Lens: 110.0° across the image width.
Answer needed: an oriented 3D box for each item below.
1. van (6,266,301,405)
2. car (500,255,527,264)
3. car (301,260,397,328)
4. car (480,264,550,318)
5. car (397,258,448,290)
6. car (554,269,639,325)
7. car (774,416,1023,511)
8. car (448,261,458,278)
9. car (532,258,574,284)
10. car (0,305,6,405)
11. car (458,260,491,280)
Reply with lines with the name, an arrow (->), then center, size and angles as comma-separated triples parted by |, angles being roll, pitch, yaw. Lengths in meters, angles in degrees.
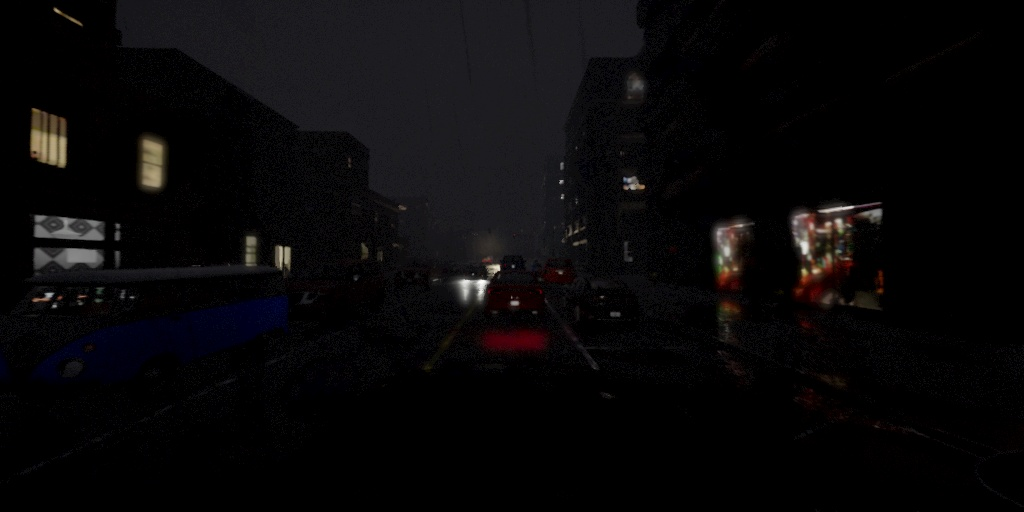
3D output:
van -> -5.691, 1.084, 6.139 | 1.690, 1.789, 3.998 | 0, 0, 0
car -> 0.095, 0.925, 31.462 | 2.150, 2.045, 5.566 | 0, 0, 0
car -> -5.691, 1.050, 11.547 | 2.192, 1.841, 5.009 | 0, 0, 0
car -> 0.090, 1.211, 12.868 | 1.882, 1.535, 5.008 | 0, 0, 0
car -> -5.692, 1.033, 22.361 | 2.192, 1.841, 5.009 | 0, 0, 0
car -> 2.690, 1.286, 11.540 | 2.007, 1.370, 4.403 | 0, 0, 0
car -> 2.691, 1.191, 0.726 | 1.967, 1.591, 4.097 | 0, 0, 0
car -> -5.692, 1.141, 33.176 | 1.967, 1.591, 4.097 | 0, 0, 0
car -> 2.689, 1.033, 22.354 | 2.192, 1.841, 5.009 | 0, 0, 0
car -> -5.690, 1.066, 0.732 | 2.192, 1.841, 5.009 | 0, 0, 0
car -> -3.100, 1.269, 30.557 | 1.994, 1.385, 4.181 | 0, 0, 0
